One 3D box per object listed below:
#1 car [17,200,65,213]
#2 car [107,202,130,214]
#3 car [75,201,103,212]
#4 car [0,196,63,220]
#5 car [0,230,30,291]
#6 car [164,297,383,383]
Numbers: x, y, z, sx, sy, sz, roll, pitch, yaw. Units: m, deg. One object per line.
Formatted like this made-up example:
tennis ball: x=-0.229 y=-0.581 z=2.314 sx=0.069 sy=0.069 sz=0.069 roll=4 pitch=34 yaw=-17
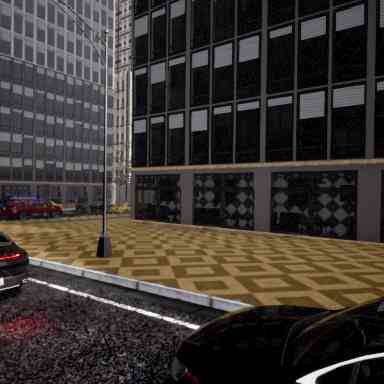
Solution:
car: x=-17.617 y=1.643 z=39.048 sx=1.752 sy=1.417 sz=4.829 roll=1 pitch=0 yaw=37
car: x=-7.322 y=1.830 z=38.847 sx=1.752 sy=1.417 sz=4.829 roll=1 pitch=0 yaw=37
car: x=-12.275 y=1.808 z=41.884 sx=1.895 sy=1.301 sz=4.718 roll=1 pitch=0 yaw=37
car: x=-14.153 y=1.519 z=29.660 sx=2.192 sy=1.841 sz=5.009 roll=1 pitch=0 yaw=37
car: x=-5.722 y=1.500 z=7.796 sx=4.892 sy=1.490 sz=1.837 roll=0 pitch=0 yaw=36
car: x=1.994 y=1.505 z=2.252 sx=4.892 sy=1.490 sz=1.837 roll=0 pitch=0 yaw=36
